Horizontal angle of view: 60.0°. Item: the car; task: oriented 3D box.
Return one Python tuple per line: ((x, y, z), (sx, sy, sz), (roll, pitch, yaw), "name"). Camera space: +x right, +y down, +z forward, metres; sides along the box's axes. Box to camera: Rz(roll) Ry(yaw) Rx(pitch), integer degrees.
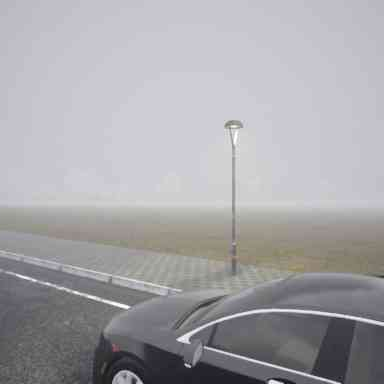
((1.163, 1.505, 2.878), (4.892, 1.490, 1.837), (0, 0, 36), "car")
